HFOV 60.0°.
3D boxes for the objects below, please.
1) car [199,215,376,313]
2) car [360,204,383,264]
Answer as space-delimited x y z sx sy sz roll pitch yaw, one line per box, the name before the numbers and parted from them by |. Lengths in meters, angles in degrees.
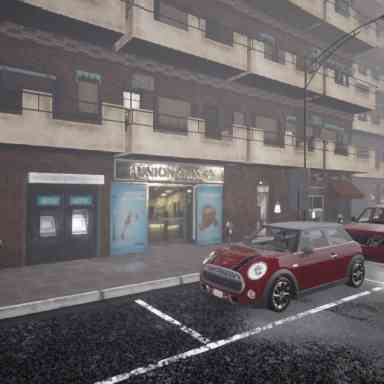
car | 2.126 1.442 7.621 4.097 1.590 1.967 0 0 -36
car | 6.628 1.321 10.844 5.009 1.841 2.192 0 0 -36
